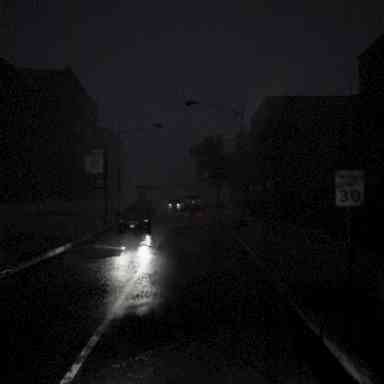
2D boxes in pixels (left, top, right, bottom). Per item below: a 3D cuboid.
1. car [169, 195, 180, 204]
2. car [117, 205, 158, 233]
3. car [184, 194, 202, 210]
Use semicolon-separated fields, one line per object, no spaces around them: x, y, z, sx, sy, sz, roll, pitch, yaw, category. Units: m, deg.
-3.205;1.381;61.383;1.812;1.442;4.674;0;1;0;car
-3.093;1.511;19.661;2.128;1.511;4.902;0;0;0;car
0.142;1.234;42.826;2.150;2.045;5.566;0;0;0;car
